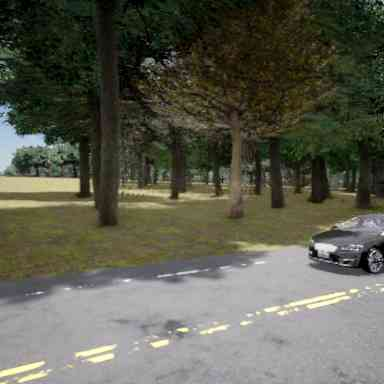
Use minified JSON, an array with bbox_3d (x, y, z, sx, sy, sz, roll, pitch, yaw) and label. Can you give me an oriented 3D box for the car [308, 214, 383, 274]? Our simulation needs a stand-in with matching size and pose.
[{"bbox_3d":[5.827,1.478,10.482,4.902,1.511,2.128,0,0,-29],"label":"car"}]
